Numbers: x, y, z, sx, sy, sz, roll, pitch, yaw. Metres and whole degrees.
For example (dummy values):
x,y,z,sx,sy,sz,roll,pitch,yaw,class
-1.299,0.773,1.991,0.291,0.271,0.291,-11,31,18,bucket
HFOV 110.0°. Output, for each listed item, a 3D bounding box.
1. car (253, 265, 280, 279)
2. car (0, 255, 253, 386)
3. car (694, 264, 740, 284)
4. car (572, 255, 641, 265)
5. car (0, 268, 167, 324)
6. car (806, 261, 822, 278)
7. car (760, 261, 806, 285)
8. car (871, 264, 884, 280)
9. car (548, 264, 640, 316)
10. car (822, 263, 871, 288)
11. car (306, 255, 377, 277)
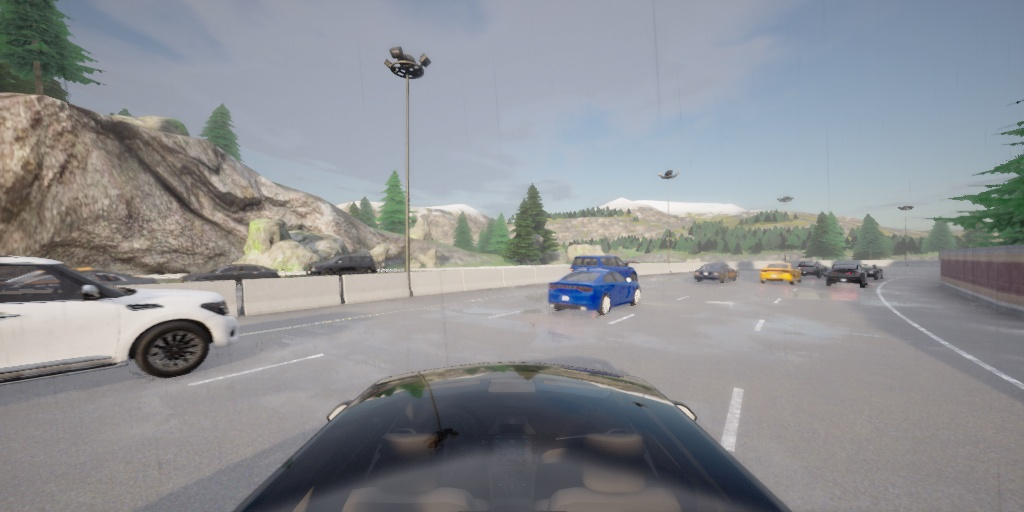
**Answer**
x,y,z,sx,sy,sz,roll,pitch,yaw,class
-17.031,1.255,21.871,1.837,1.490,4.892,0,0,37,car
-7.327,0.969,4.973,2.150,2.045,5.566,0,0,33,car
15.558,1.298,27.172,5.357,1.411,2.033,0,0,-44,car
5.635,0.973,21.894,2.150,2.045,5.566,0,0,42,car
-15.297,1.241,12.127,2.128,1.511,4.902,0,0,34,car
27.742,1.241,33.176,4.902,1.511,2.128,0,0,-39,car
19.790,1.228,26.313,5.008,1.535,1.882,0,0,-44,car
30.453,1.351,30.884,4.718,1.301,1.895,0,0,-39,car
3.266,1.228,13.593,1.882,1.535,5.008,0,0,38,car
22.502,1.255,24.062,4.892,1.490,1.837,0,0,-43,car
-14.516,0.971,30.885,2.150,2.045,5.566,0,0,39,car
